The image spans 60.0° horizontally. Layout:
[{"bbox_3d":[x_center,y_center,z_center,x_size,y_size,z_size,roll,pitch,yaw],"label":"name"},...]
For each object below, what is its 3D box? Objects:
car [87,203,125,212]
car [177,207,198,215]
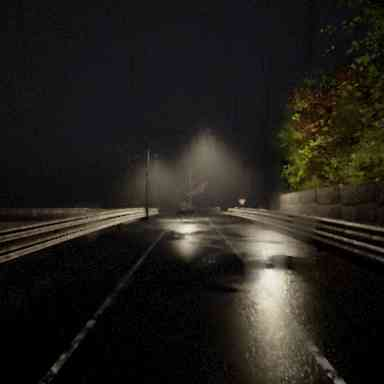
[{"bbox_3d":[-11.653,2.498,45.923,2.150,2.045,5.566,-2,-3,44],"label":"car"},{"bbox_3d":[-0.736,3.410,58.671,1.994,1.385,4.181,-2,-3,36],"label":"car"}]
